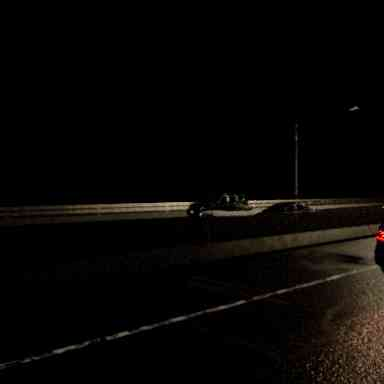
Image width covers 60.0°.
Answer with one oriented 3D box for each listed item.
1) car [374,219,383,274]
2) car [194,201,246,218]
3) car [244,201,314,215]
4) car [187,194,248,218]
[{"bbox_3d":[6.987,1.193,8.727,5.566,2.045,2.150,0,0,-36],"label":"car"},{"bbox_3d":[2.771,1.558,23.169,4.718,1.301,1.895,0,0,-36],"label":"car"},{"bbox_3d":[5.844,1.459,21.061,4.892,1.490,1.837,0,0,-36],"label":"car"},{"bbox_3d":[2.245,1.174,27.092,5.566,2.045,2.150,0,0,-36],"label":"car"}]
